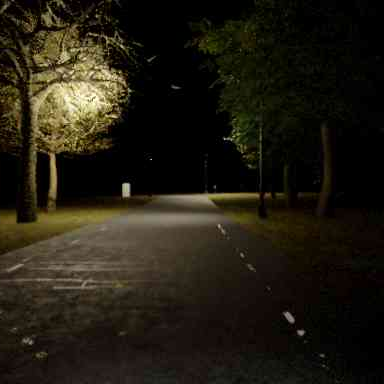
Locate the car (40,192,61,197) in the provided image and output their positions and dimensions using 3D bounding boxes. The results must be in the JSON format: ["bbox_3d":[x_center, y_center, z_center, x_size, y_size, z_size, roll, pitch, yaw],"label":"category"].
[{"bbox_3d":[-36.029,0.688,84.771,4.718,1.301,1.895,-1,-1,0],"label":"car"}]
